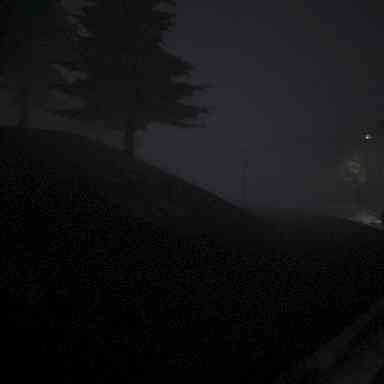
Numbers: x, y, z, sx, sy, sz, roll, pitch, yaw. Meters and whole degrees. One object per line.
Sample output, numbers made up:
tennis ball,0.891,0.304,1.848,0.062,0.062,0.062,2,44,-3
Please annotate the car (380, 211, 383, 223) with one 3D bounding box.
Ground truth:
car,14.495,1.595,22.738,1.994,1.385,4.181,0,0,12

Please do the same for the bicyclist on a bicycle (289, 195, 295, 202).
bicyclist on a bicycle,22.097,1.370,73.836,1.656,1.620,0.582,0,0,-22

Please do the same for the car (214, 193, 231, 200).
car,9.102,1.283,95.156,2.150,2.045,5.566,0,0,-22
